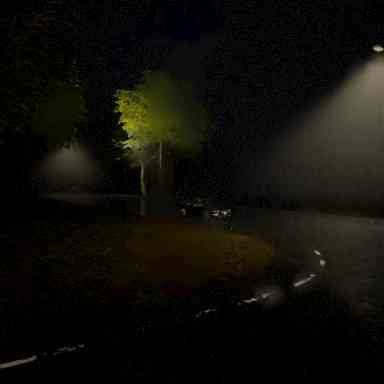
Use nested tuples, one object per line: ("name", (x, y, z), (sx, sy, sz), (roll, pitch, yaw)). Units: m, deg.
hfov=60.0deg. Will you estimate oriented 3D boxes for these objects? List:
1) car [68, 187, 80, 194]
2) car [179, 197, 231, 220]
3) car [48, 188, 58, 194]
("car", (-27.274, -0.399, 76.782), (1.812, 1.442, 4.674), (-1, 2, -35))
("car", (0.887, 1.187, 25.019), (1.837, 1.490, 4.892), (-1, 2, -35))
("car", (-30.920, -0.249, 73.959), (1.895, 1.301, 4.718), (-1, 2, -28))
